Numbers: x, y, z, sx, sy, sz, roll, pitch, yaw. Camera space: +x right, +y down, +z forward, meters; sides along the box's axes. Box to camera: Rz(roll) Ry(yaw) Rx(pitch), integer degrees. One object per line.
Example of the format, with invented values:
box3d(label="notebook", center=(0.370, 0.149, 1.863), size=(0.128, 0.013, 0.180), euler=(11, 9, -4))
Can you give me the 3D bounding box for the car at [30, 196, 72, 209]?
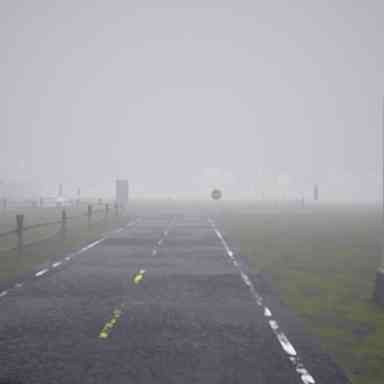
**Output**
box3d(label="car", center=(-16.661, 1.228, 39.461), size=(4.674, 1.442, 1.812), euler=(1, -1, 0))
